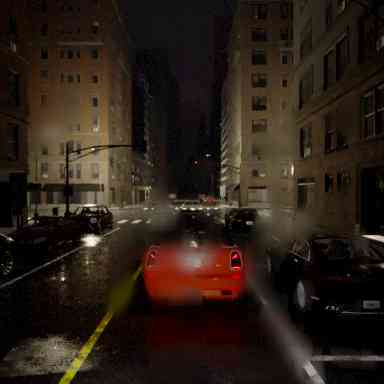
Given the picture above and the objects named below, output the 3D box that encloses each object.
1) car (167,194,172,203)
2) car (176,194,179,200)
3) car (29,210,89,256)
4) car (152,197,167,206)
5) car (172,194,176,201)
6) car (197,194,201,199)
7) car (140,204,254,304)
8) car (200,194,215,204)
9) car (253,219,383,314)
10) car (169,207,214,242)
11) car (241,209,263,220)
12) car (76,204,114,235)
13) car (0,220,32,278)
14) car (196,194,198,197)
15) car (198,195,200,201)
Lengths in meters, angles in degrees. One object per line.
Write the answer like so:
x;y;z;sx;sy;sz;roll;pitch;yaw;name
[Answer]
-5.696;1.607;66.372;2.008;1.369;4.403;0;0;0;car
-5.682;1.457;93.416;2.192;1.841;5.009;0;0;0;car
-5.685;1.582;12.951;1.802;1.307;4.206;0;0;0;car
-5.703;1.618;55.556;1.802;1.307;4.206;0;0;0;car
-5.687;1.626;82.428;1.752;1.417;4.829;0;0;0;car
2.834;1.525;77.189;1.967;1.590;4.097;0;0;0;car
0.053;1.352;8.322;2.097;1.767;4.553;0;0;0;car
2.822;1.476;55.553;1.967;1.590;4.097;0;0;0;car
2.847;1.551;7.460;2.008;1.369;4.403;0;0;0;car
-0.016;1.565;16.975;1.994;1.385;4.181;0;0;0;car
2.834;1.567;18.463;1.947;1.339;4.313;0;0;0;car
-5.692;1.441;18.453;1.967;1.590;4.097;0;0;0;car
-5.678;1.566;7.450;1.947;1.339;4.313;0;0;0;car
2.840;1.561;88.007;1.967;1.590;4.097;0;0;0;car
2.829;1.607;66.371;2.008;1.369;4.403;0;0;0;car
